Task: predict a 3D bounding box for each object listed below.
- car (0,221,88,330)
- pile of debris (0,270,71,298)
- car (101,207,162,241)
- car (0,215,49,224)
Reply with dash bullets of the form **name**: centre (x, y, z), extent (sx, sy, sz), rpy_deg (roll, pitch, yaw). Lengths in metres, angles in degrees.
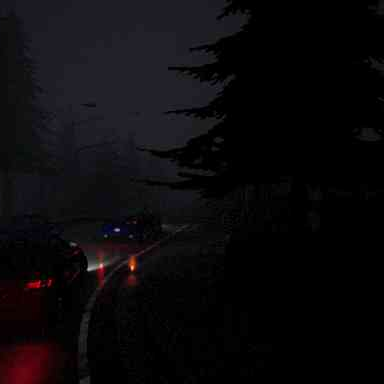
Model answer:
- **car**: centre (-3.470, 1.568, 6.968), extent (1.994, 1.385, 4.181), rpy_deg (0, 0, -11)
- **pile of debris**: centre (-3.956, 2.185, 8.018), extent (1.500, 0.140, 1.860), rpy_deg (0, 0, -4)
- **car**: centre (-2.879, 1.496, 16.856), extent (1.882, 1.535, 5.008), rpy_deg (0, 0, 8)
- **car**: centre (-7.054, 1.620, 13.190), extent (1.895, 1.301, 4.718), rpy_deg (0, 0, 8)
